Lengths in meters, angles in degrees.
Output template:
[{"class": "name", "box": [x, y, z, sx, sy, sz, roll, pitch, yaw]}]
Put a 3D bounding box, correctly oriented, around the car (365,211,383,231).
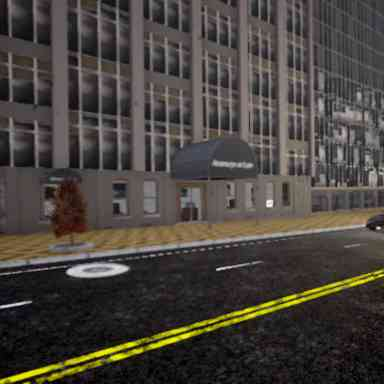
[{"class": "car", "box": [13.496, 1.816, 21.865, 5.357, 1.411, 2.033, 1, -1, -37]}]
